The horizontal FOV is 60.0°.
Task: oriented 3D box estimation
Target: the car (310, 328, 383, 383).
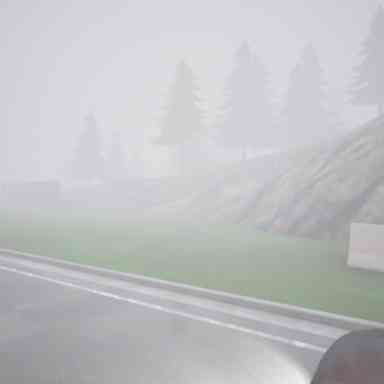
[{"bbox_3d":[2.803,1.574,1.891,4.181,1.385,1.994,0,0,36],"label":"car"}]
